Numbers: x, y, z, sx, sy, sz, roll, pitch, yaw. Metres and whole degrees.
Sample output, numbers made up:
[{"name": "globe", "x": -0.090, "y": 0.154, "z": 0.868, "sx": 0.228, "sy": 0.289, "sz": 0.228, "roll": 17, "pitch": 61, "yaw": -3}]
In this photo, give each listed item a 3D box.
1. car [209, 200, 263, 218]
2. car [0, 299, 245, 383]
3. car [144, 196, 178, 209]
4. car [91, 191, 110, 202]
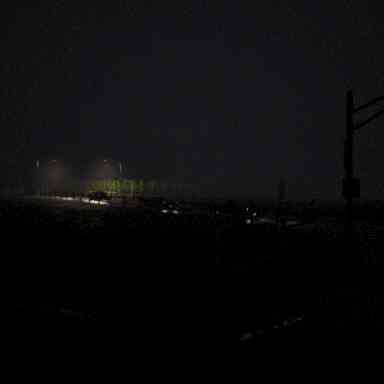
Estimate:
[{"name": "car", "x": 3.507, "y": 1.350, "z": 27.040, "sx": 1.895, "sy": 1.301, "sz": 4.718, "roll": 1, "pitch": 1, "yaw": -35}, {"name": "car", "x": -1.924, "y": 1.474, "z": 1.578, "sx": 5.008, "sy": 1.535, "sz": 1.882, "roll": 0, "pitch": 0, "yaw": -35}, {"name": "car", "x": -3.486, "y": 1.130, "z": 36.899, "sx": 1.895, "sy": 1.301, "sz": 4.718, "roll": 1, "pitch": 1, "yaw": -35}, {"name": "car", "x": -14.323, "y": 0.699, "z": 52.284, "sx": 1.837, "sy": 1.490, "sz": 4.892, "roll": 1, "pitch": 0, "yaw": -35}]
